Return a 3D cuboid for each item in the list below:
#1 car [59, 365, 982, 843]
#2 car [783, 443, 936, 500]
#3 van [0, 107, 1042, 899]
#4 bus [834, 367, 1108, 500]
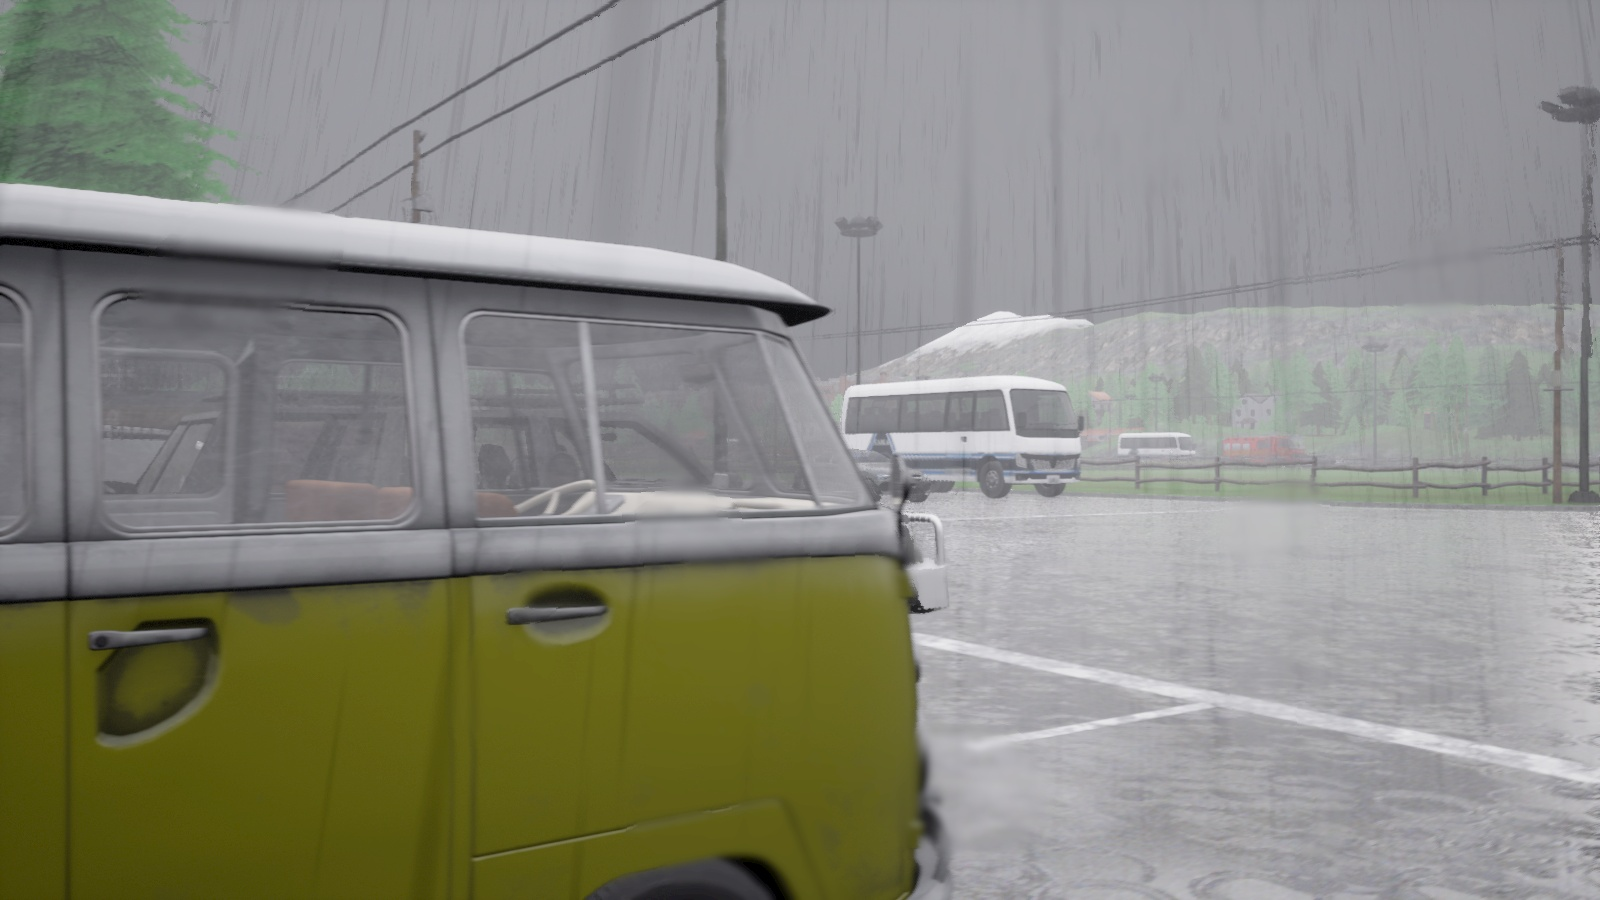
[{"bbox_3d":[-1.362,0.585,6.977,4.605,1.855,1.932,0,0,-35],"label":"car"},{"bbox_3d":[1.777,0.632,39.323,2.152,1.651,5.027,0,0,-35],"label":"car"},{"bbox_3d":[-1.758,0.508,2.436,4.442,1.987,1.775,0,0,-35],"label":"van"},{"bbox_3d":[5.881,-0.512,45.649,3.944,4.253,10.273,0,0,-35],"label":"bus"}]
